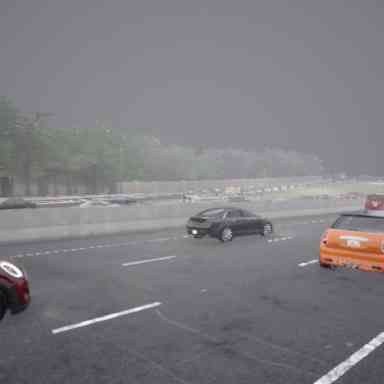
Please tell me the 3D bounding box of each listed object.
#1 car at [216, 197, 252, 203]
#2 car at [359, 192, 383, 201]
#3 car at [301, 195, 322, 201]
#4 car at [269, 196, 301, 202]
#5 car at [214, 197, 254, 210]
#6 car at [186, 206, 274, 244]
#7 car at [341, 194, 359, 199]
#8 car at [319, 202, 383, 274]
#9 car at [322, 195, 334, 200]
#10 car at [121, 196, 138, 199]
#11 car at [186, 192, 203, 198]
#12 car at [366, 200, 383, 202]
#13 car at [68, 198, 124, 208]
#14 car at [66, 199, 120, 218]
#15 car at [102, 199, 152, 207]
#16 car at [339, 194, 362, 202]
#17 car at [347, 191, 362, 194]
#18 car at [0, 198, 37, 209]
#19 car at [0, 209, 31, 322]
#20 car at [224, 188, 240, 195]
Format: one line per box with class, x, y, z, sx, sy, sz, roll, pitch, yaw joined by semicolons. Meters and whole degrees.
car;4.011;1.428;36.542;5.357;1.411;2.033;0;0;-42
car;17.154;1.170;29.237;5.566;2.045;2.150;0;0;-42
car;15.922;1.325;47.113;4.892;1.490;1.837;-1;1;-42
car;9.721;1.420;36.921;4.674;1.442;1.812;0;0;-41
car;5.483;1.406;42.516;5.357;1.411;2.033;0;0;-41
car;1.937;1.453;15.762;4.892;1.490;1.837;0;0;-41
car;24.580;1.380;50.103;4.718;1.301;1.895;0;1;-41
car;5.730;1.335;9.905;4.553;1.767;2.097;0;0;-41
car;22.806;1.265;57.851;5.357;1.411;2.033;0;1;-42
car;-8.674;1.197;44.086;1.895;1.301;4.718;1;1;29
car;0.152;0.681;59.107;1.994;1.385;4.181;1;2;32
car;13.001;1.460;20.862;4.902;1.511;2.128;0;0;-41
car;-7.921;1.403;26.000;4.674;1.442;1.812;0;0;-41
car;-8.808;1.415;29.876;4.181;1.385;1.994;-1;1;-41
car;-4.110;1.459;24.695;4.181;1.385;1.994;0;0;-41
car;31.215;1.195;65.405;5.357;1.411;2.033;0;0;-42
car;28.328;0.928;58.111;5.566;2.045;2.150;-1;1;-42
car;-16.754;1.306;30.357;1.882;1.535;5.008;1;1;35
car;-4.993;1.315;5.009;4.553;1.767;2.097;0;0;-41
car;8.665;-0.046;72.080;1.882;1.535;5.008;1;3;34
